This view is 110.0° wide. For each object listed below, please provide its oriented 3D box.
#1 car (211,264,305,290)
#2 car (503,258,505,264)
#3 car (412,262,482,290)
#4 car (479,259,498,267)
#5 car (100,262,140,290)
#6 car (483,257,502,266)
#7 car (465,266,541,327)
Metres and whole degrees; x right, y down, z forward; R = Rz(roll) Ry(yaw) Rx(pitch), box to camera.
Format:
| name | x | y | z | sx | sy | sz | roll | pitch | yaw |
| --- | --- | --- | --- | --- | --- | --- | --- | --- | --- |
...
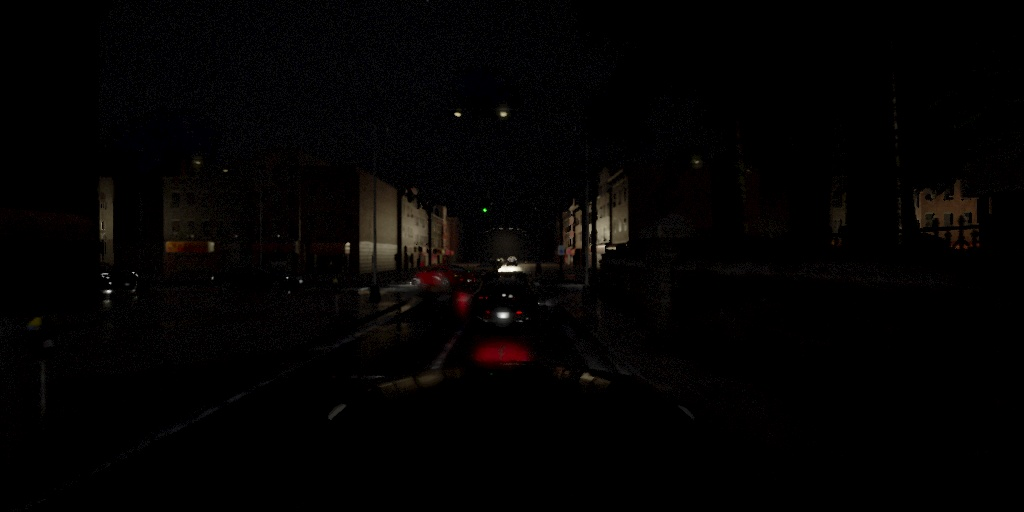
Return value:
| name | x | y | z | sx | sy | sz | roll | pitch | yaw |
| --- | --- | --- | --- | --- | --- | --- | --- | --- | --- |
| car | -14.990 | 1.250 | 21.326 | 4.902 | 1.511 | 2.128 | 0 | 0 | 0 |
| car | -2.628 | 1.295 | 57.827 | 1.948 | 1.339 | 4.313 | 0 | 0 | 0 |
| car | -4.335 | 1.272 | 22.567 | 4.674 | 1.442 | 1.812 | 0 | 0 | 39 |
| car | -2.632 | 1.259 | 35.849 | 1.751 | 1.417 | 4.829 | 0 | 0 | 0 |
| car | -25.123 | 1.122 | 21.339 | 4.553 | 1.767 | 2.097 | 0 | 0 | 0 |
| car | -2.631 | 1.047 | 41.471 | 2.192 | 1.841 | 5.009 | 0 | 0 | 0 |
| car | -0.157 | 1.250 | 11.556 | 1.837 | 1.490 | 4.892 | 0 | 0 | 1 |
